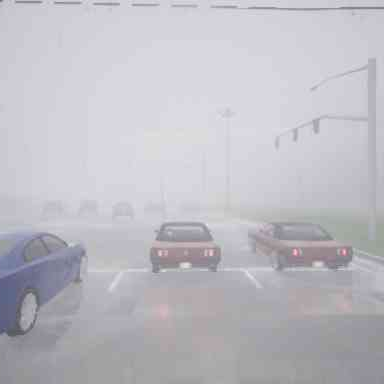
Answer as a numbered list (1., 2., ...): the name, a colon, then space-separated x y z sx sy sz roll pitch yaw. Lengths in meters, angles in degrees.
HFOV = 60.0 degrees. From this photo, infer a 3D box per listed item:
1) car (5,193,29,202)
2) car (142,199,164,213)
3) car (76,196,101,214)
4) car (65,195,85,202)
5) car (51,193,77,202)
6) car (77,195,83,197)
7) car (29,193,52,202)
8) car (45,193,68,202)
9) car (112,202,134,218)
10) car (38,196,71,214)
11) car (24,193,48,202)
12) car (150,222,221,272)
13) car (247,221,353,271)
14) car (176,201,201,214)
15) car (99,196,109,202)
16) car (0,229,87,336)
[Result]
1. car: -38.206 1.315 73.882 5.566 2.045 2.150 0 0 28
2. car: -4.497 1.571 38.066 1.812 1.442 4.674 0 0 -14
3. car: -11.319 1.549 36.530 1.837 1.490 4.892 0 0 -14
4. car: -29.928 1.628 85.245 4.902 1.511 2.128 0 0 28
5. car: -29.477 1.632 76.556 5.357 1.411 2.033 0 0 35
6. car: -25.984 1.594 78.293 4.892 1.490 1.837 0 0 39
7. car: -33.488 1.316 75.114 5.566 2.045 2.150 0 0 32
8. car: -34.180 1.326 83.642 5.566 2.045 2.150 0 0 25
9. car: -6.257 1.584 30.262 2.033 1.411 5.357 0 0 -12
10. car: -14.840 1.535 36.206 2.128 1.511 4.902 0 0 -14
11. car: -38.282 1.324 81.722 5.566 2.045 2.150 0 0 21
12. car: -0.302 1.614 10.848 1.895 1.301 4.718 0 0 -4
13. car: 3.196 1.614 10.976 1.895 1.301 4.718 0 0 -4
14. car: -0.461 1.644 36.410 1.895 1.301 4.718 0 0 -13
15. car: -21.728 1.620 79.306 4.674 1.442 1.812 0 0 42
16. car: -3.589 1.486 6.685 1.882 1.535 5.008 0 0 -2
